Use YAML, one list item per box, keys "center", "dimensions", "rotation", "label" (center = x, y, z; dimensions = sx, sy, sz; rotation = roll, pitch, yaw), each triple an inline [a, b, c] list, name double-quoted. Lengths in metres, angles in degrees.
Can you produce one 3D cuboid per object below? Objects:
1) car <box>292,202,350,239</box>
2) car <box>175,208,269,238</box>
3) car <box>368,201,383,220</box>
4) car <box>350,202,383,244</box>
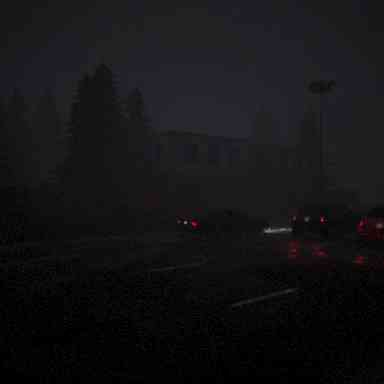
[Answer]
- center: [7.400, 1.384, 17.642]
  dimensions: [4.553, 1.767, 2.097]
  rotation: [0, 0, -35]
  label: "car"
- center: [1.727, 1.571, 17.917]
  dimensions: [5.357, 1.411, 2.033]
  rotation: [0, 0, -35]
  label: "car"
- center: [17.916, 1.554, 29.473]
  dimensions: [4.902, 1.511, 2.128]
  rotation: [0, 0, -36]
  label: "car"
- center: [9.348, 1.385, 14.733]
  dimensions: [4.553, 1.767, 2.097]
  rotation: [0, 0, -35]
  label: "car"
